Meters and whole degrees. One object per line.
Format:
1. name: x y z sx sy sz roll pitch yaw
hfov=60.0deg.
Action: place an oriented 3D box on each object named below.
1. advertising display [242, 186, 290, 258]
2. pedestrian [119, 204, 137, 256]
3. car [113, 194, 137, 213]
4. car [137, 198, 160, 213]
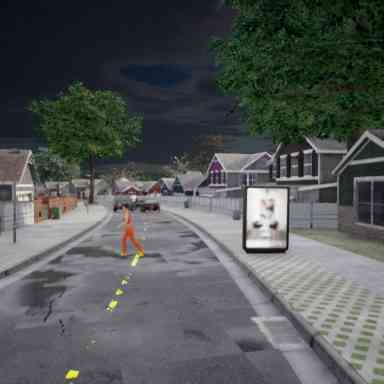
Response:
1. advertising display: 2.530 1.025 11.401 1.540 2.440 0.280 1 1 -4
2. pedestrian: -2.208 1.299 11.467 0.375 1.860 0.375 -1 1 -15
3. car: -8.175 1.313 39.410 2.150 2.045 5.566 0 0 -15
4. car: -4.820 1.549 38.025 1.882 1.535 5.008 0 -1 -14
